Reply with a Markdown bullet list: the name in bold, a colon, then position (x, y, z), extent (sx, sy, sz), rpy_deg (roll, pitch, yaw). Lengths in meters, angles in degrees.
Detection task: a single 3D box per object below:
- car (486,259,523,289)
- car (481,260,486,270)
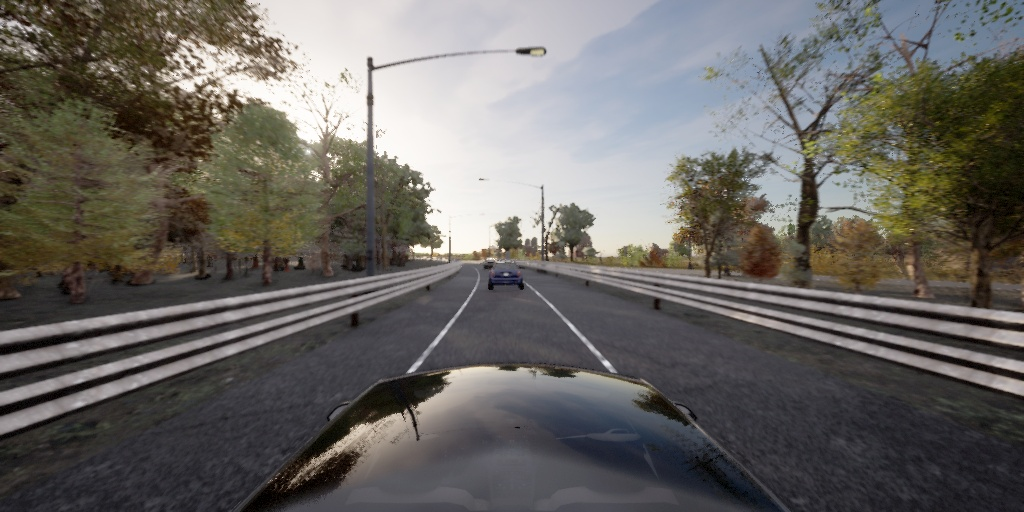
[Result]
- **car**: position (-0.482, 1.107, 23.303), extent (2.097, 1.767, 4.553), rpy_deg (0, 0, -3)
- **car**: position (-3.424, 1.245, 53.264), extent (1.837, 1.490, 4.892), rpy_deg (0, 0, -8)
